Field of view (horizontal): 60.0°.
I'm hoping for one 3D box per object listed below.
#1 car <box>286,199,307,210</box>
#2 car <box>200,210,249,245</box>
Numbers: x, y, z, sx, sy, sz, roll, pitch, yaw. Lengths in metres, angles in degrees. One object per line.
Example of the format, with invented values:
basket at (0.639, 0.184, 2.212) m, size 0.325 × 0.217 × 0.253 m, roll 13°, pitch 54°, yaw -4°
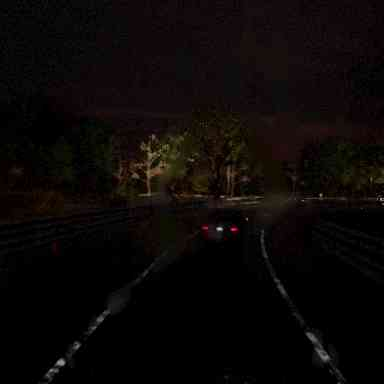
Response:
car at (14.612, 1.791, 46.233) m, size 2.128 × 1.511 × 4.902 m, roll 1°, pitch 0°, yaw 34°
car at (1.642, 1.570, 15.949) m, size 2.033 × 1.411 × 5.357 m, roll 1°, pitch 0°, yaw 12°
